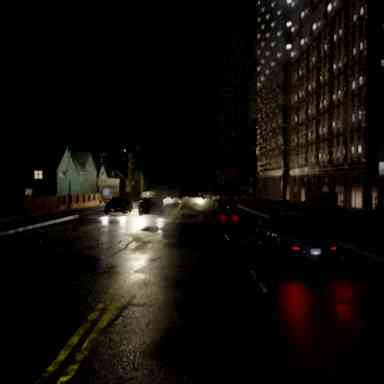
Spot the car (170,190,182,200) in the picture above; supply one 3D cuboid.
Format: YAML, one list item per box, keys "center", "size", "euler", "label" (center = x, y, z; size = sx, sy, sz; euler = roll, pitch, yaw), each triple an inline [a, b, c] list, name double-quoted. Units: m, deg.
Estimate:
- center: [-3.263, 0.648, 69.386]
  size: [2.150, 2.045, 5.566]
  euler: [0, 0, 0]
  label: "car"

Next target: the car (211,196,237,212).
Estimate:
- center: [3.343, 1.198, 33.300]
  size: [2.128, 1.511, 4.902]
  euler: [0, 0, 0]
  label: "car"

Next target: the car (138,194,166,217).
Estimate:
- center: [-3.353, 1.225, 28.407]
  size: [1.882, 1.535, 5.008]
  euler: [0, 1, 0]
  label: "car"

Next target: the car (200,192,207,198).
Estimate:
- center: [3.232, 0.790, 92.287]
  size: [1.837, 1.490, 4.892]
  euler: [0, 0, 0]
  label: "car"

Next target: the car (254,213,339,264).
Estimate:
- center: [3.348, 1.422, 11.303]
  size: [1.812, 1.442, 4.674]
  euler: [0, 1, 0]
  label: "car"

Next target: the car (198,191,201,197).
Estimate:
- center: [3.234, 0.903, 81.284]
  size: [2.033, 1.411, 5.357]
  euler: [0, 0, 0]
  label: "car"

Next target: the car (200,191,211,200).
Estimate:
- center: [3.236, 0.957, 70.280]
  size: [1.812, 1.442, 4.674]
  euler: [0, 0, 0]
  label: "car"

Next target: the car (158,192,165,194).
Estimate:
- center: [-6.513, 0.855, 70.458]
  size: [1.837, 1.490, 4.892]
  euler: [0, 0, 0]
  label: "car"

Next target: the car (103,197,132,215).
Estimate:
- center: [-6.601, 1.239, 29.975]
  size: [1.837, 1.490, 4.892]
  euler: [0, 0, 0]
  label: "car"
